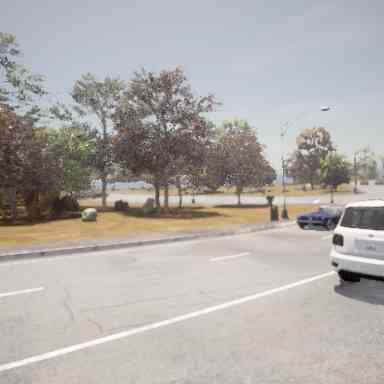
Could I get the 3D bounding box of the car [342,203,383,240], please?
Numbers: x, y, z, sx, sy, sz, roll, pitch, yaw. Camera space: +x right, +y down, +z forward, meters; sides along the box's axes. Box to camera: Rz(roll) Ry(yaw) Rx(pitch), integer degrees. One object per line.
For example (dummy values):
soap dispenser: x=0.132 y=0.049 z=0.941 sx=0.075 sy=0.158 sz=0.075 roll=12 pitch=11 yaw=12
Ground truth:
car: x=9.945 y=1.432 z=17.527 sx=2.128 sy=1.511 sz=4.902 roll=-1 pitch=0 yaw=45

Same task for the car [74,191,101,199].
car: x=-19.814 y=0.566 z=61.454 sx=4.674 sy=1.442 sz=1.812 roll=1 pitch=4 yaw=26

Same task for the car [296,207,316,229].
car: x=8.388 y=1.561 z=20.877 sx=1.895 sy=1.301 sz=4.718 roll=-1 pitch=0 yaw=44

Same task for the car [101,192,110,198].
car: x=-18.306 y=0.454 z=64.612 sx=4.718 sy=1.301 sz=1.895 roll=1 pitch=4 yaw=26

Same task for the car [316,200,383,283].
car: x=5.704 y=1.214 z=8.569 sx=5.566 sy=2.045 sz=2.150 roll=0 pitch=0 yaw=-41
